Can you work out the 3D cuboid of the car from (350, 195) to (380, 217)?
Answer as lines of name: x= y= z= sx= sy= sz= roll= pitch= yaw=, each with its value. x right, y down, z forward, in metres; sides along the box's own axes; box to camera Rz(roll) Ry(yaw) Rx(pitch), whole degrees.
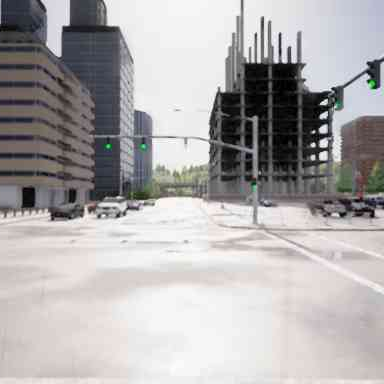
car: x=15.966 y=1.455 z=32.360 sx=1.905 sy=1.878 sz=3.866 roll=0 pitch=-1 yaw=0

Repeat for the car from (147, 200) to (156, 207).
car: x=-8.263 y=2.194 z=65.432 sx=1.994 sy=1.385 sz=4.181 roll=0 pitch=-1 yaw=0

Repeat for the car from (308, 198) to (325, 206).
car: x=24.274 y=1.991 z=64.968 sx=1.970 sy=1.475 sz=3.806 roll=0 pitch=-1 yaw=0

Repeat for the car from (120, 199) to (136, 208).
car: x=-11.758 y=2.095 z=61.649 sx=2.033 sy=1.411 sz=5.357 roll=0 pitch=-1 yaw=0

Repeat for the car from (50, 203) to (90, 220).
car: x=-11.565 y=1.752 z=31.205 sx=1.882 sy=1.535 sz=5.008 roll=0 pitch=0 yaw=0

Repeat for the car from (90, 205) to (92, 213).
car: x=-11.656 y=1.971 z=41.818 sx=1.895 sy=1.301 sz=4.718 roll=0 pitch=-1 yaw=0

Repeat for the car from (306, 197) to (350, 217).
car: x=13.071 y=1.451 z=32.400 sx=1.932 sy=1.855 sz=4.605 roll=0 pitch=-1 yaw=0

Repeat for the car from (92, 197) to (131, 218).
car: x=-8.089 y=1.523 z=33.986 sx=2.150 sy=2.045 sz=5.566 roll=0 pitch=-1 yaw=0

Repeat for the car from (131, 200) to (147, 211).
car: x=-8.197 y=1.970 z=47.664 sx=2.033 sy=1.411 sz=5.357 roll=0 pitch=0 yaw=0

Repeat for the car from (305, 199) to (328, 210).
car: x=18.583 y=1.852 z=49.838 sx=1.970 sy=1.475 sz=3.806 roll=0 pitch=-1 yaw=0

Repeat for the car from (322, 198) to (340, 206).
car: x=27.169 y=1.961 z=64.982 sx=1.784 sy=1.438 sz=3.905 roll=0 pitch=-1 yaw=0
